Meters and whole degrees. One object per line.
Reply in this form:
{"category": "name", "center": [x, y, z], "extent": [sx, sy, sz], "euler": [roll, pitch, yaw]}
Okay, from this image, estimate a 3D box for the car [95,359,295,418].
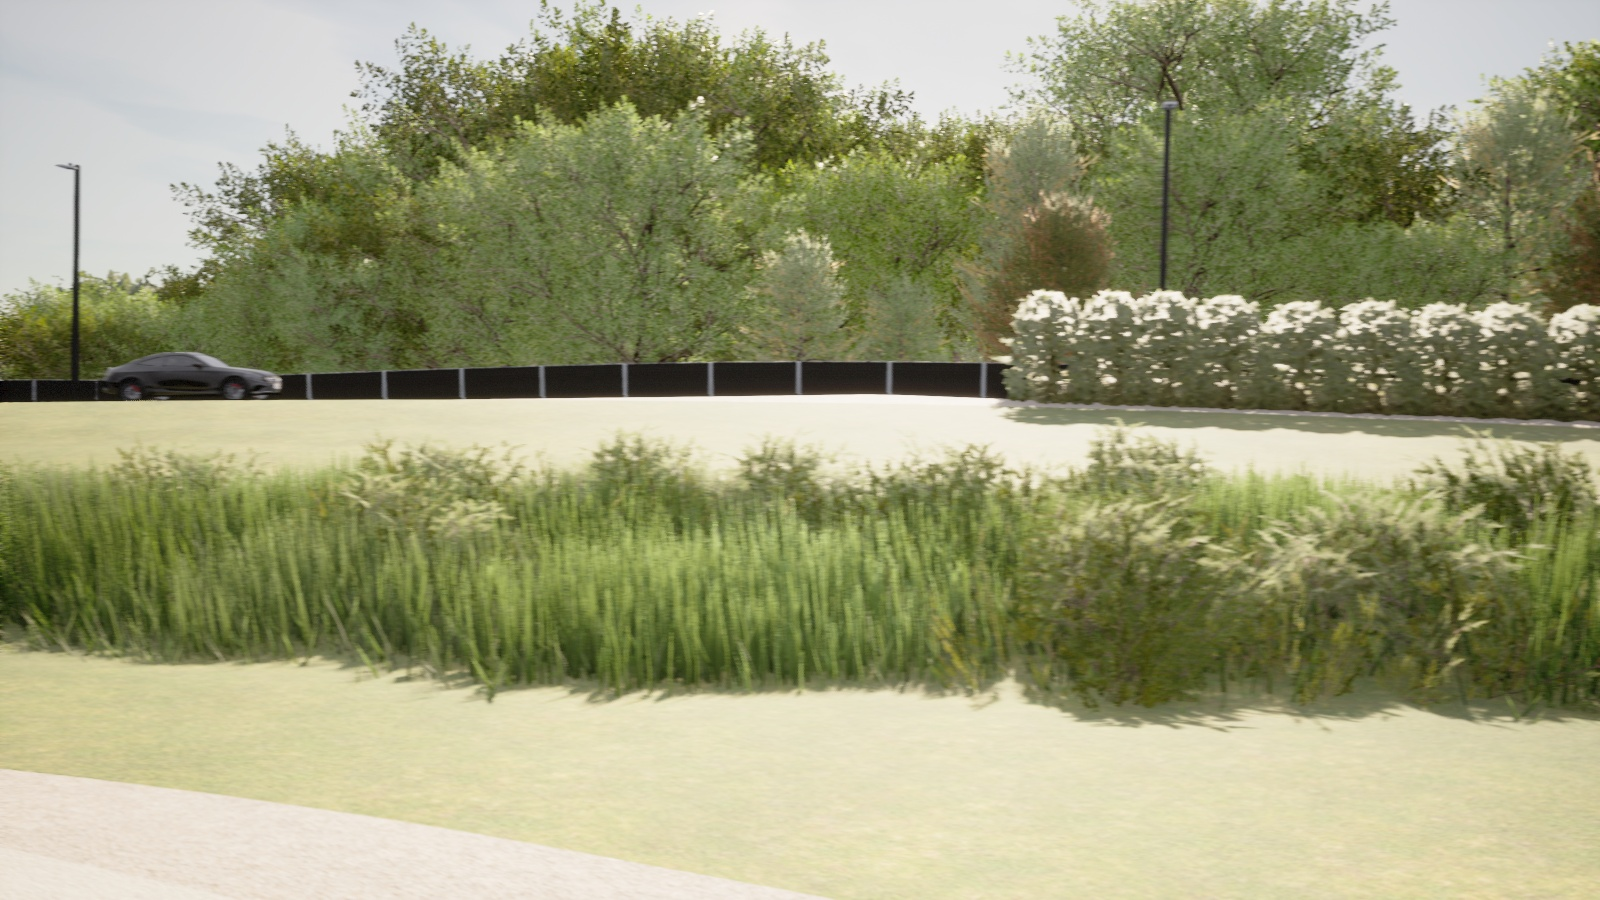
{"category": "car", "center": [-16.842, -1.697, 35.116], "extent": [4.674, 1.442, 1.812], "euler": [-2, 1, 1]}
